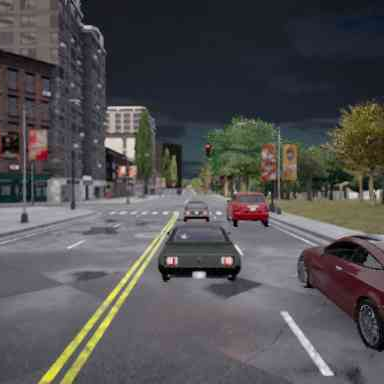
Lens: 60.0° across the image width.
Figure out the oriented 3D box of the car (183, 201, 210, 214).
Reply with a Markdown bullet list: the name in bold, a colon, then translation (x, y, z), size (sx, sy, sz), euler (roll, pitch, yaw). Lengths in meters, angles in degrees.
- **car**: translation (0.324, 1.383, 24.167), size (2.033, 1.411, 5.357), euler (0, 0, 1)

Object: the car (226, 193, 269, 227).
- **car**: translation (3.553, 1.074, 21.883), size (2.150, 2.045, 5.566), euler (0, 0, 1)

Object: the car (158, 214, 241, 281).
- **car**: translation (0.187, 1.536, 9.584), size (1.895, 1.301, 4.718), euler (0, 0, 1)

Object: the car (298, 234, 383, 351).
- **car**: translation (3.403, 1.486, 5.982), size (1.812, 1.442, 4.674), euler (0, 1, 1)
